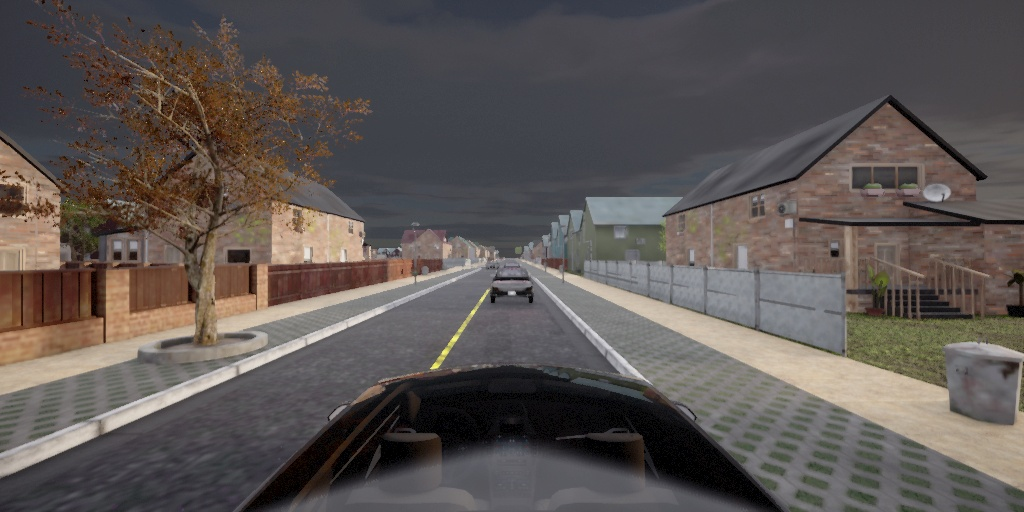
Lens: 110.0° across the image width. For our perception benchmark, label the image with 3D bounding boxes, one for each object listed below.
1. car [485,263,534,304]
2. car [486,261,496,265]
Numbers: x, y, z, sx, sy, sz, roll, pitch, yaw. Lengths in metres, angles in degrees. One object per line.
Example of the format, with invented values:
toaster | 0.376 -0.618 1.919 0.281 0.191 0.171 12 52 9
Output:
car | 0.000 1.247 16.500 2.128 1.511 4.902 0 0 0
car | -2.750 1.359 52.502 1.994 1.385 4.181 0 0 0
